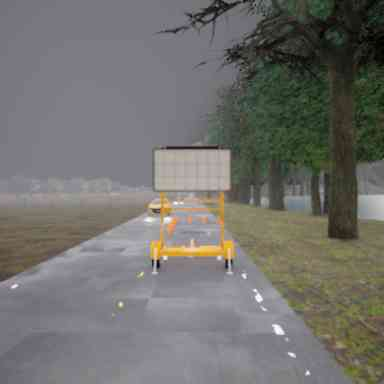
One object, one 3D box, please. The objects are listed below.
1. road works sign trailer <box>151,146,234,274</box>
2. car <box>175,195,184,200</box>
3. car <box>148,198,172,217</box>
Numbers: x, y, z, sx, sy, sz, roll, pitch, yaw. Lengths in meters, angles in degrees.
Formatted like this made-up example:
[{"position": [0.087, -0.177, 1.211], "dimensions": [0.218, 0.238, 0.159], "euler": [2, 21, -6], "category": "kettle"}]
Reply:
[{"position": [0.012, 0.395, 10.284], "dimensions": [2.380, 3.560, 2.880], "euler": [0, 0, 0], "category": "road works sign trailer"}, {"position": [-2.661, 1.316, 70.587], "dimensions": [2.128, 1.511, 4.902], "euler": [0, 0, 0], "category": "car"}, {"position": [-2.812, 1.321, 30.002], "dimensions": [1.882, 1.535, 5.008], "euler": [0, 0, 0], "category": "car"}]
